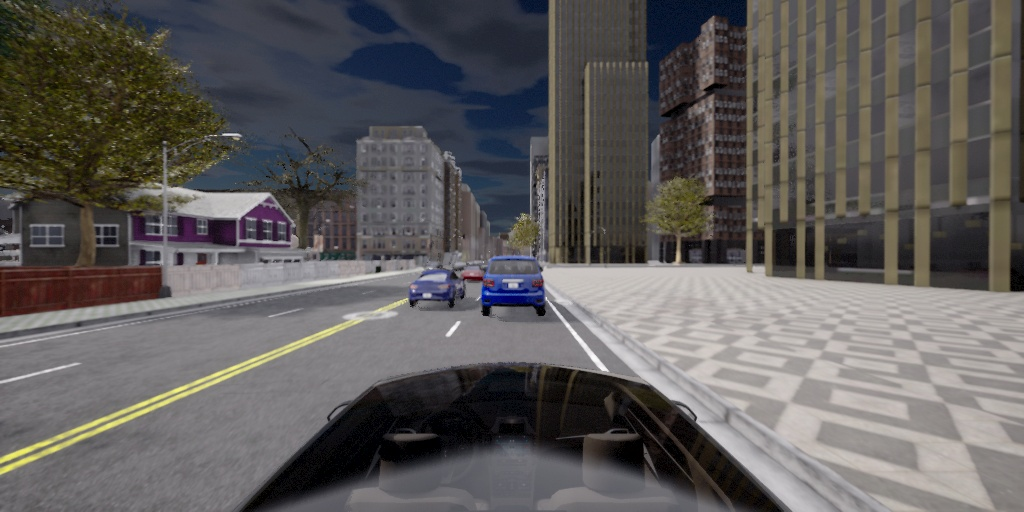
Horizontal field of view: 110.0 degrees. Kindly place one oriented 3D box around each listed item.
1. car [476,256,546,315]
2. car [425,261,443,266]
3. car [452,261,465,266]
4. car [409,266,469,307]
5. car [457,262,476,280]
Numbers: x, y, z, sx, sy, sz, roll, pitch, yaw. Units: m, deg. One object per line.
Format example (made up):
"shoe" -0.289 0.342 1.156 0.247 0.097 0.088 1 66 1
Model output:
"car" 0.064 1.015 13.856 2.150 2.045 5.566 0 0 0
"car" -9.839 1.422 45.144 2.128 1.511 4.902 0 0 0
"car" -6.587 1.413 46.253 1.882 1.535 5.008 0 0 0
"car" -3.179 1.325 15.746 1.812 1.442 4.674 0 0 0
"car" -3.177 1.425 30.584 1.994 1.385 4.181 0 0 0
